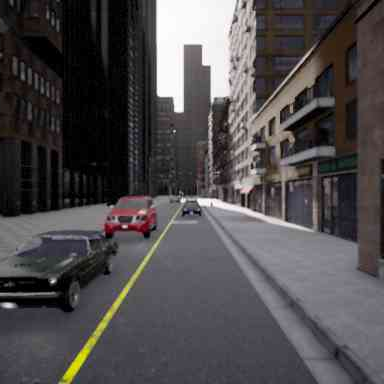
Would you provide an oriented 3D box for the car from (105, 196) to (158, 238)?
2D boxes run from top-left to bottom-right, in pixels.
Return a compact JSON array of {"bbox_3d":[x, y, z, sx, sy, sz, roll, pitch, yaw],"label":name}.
[{"bbox_3d":[-3.158,1.270,18.374,2.150,2.045,5.566,0,0,0],"label":"car"}]

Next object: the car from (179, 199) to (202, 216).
[{"bbox_3d":[-0.023,1.654,32.904,1.895,1.301,4.718,0,0,0],"label":"car"}]

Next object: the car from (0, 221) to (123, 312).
[{"bbox_3d":[-3.124,1.626,7.860,1.895,1.301,4.718,0,0,0],"label":"car"}]

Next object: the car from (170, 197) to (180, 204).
[{"bbox_3d":[-3.268,1.617,65.793,1.994,1.385,4.181,0,0,0],"label":"car"}]
